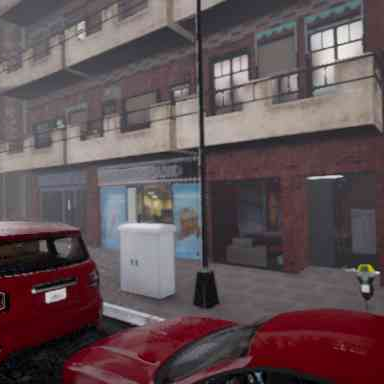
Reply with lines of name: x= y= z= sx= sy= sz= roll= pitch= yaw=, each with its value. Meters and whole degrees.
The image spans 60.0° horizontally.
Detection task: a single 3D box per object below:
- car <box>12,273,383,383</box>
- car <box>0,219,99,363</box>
car: x=0.897 y=1.550 z=2.251 sx=4.507 sy=1.381 sz=1.887 roll=-1 pitch=-1 yaw=36
car: x=-3.614 y=1.379 z=5.473 sx=5.009 sy=1.841 sz=2.192 roll=-1 pitch=-1 yaw=36
